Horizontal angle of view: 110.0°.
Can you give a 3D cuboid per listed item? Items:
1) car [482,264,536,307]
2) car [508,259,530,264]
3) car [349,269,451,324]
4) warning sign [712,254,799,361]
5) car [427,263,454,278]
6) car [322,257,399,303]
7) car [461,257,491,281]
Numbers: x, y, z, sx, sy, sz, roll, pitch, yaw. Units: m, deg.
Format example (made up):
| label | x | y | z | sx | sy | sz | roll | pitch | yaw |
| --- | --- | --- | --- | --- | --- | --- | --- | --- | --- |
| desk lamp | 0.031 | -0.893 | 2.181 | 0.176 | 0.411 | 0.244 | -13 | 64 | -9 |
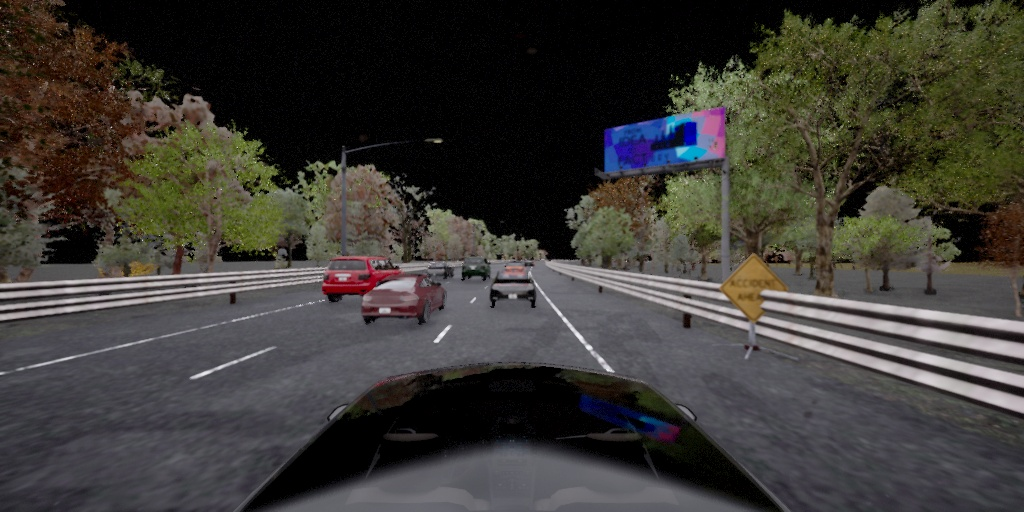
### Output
| label | x | y | z | sx | sy | sz | roll | pitch | yaw |
| --- | --- | --- | --- | --- | --- | --- | --- | --- | --- |
| car | 0.055 | 1.310 | 15.882 | 2.128 | 1.511 | 4.902 | 0 | 0 | 0 |
| car | 0.326 | 1.259 | 33.407 | 2.097 | 1.767 | 4.553 | 0 | 0 | 2 |
| car | -3.469 | 1.326 | 12.094 | 1.812 | 1.442 | 4.674 | 0 | 0 | 0 |
| warning sign | 4.512 | 0.886 | 6.736 | 1.300 | 1.860 | 1.060 | 0 | 0 | 0 |
| car | -6.668 | 1.404 | 33.696 | 2.128 | 1.511 | 4.902 | 0 | 0 | 2 |
| car | -6.937 | 1.051 | 17.421 | 2.150 | 2.045 | 5.566 | 0 | 0 | 0 |
| car | -3.198 | 1.126 | 32.637 | 2.150 | 2.045 | 5.566 | 0 | 0 | 1 |
